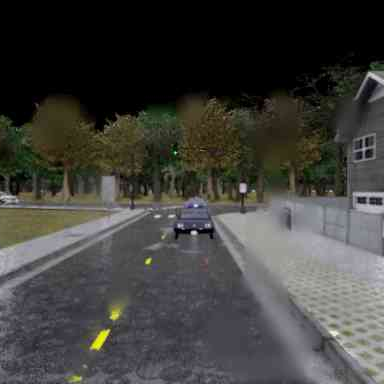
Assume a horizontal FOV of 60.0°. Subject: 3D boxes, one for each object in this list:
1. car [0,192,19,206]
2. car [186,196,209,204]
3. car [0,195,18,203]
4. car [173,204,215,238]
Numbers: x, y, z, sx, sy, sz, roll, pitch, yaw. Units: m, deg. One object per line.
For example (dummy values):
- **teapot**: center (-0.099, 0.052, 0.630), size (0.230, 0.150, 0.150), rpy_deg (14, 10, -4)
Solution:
- **car**: center (-28.363, 0.977, 49.337), size (5.566, 2.045, 2.150), rpy_deg (0, 0, 24)
- **car**: center (0.515, 1.191, 30.814), size (2.097, 1.767, 4.553), rpy_deg (0, 0, 5)
- **car**: center (-35.502, 1.310, 63.106), size (4.718, 1.301, 1.895), rpy_deg (0, 0, 23)
- **car**: center (0.098, 1.511, 17.000), size (1.895, 1.301, 4.718), rpy_deg (0, 0, 0)
